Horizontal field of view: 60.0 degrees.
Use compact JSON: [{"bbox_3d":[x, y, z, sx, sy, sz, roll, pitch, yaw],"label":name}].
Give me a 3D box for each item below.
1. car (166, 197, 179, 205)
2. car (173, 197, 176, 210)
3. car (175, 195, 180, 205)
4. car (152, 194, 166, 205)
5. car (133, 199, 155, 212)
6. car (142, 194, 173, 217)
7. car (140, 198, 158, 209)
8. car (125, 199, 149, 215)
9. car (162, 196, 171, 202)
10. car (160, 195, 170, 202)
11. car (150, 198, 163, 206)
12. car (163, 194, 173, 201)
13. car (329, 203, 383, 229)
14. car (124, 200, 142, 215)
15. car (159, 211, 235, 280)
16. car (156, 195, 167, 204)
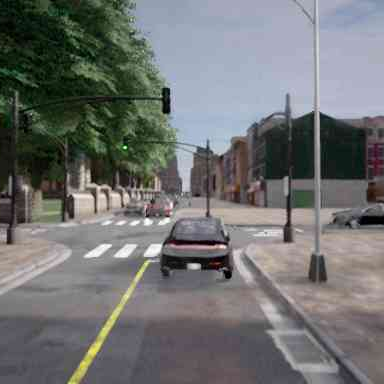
[{"bbox_3d":[-3.492,1.640,60.390,1.994,1.385,4.181,0,0,0],"label":"car"},{"bbox_3d":[-3.239,1.556,39.822,1.812,1.442,4.674,0,0,-1],"label":"car"},{"bbox_3d":[-3.389,1.541,50.353,2.128,1.511,4.902,0,0,-1],"label":"car"},{"bbox_3d":[-6.091,1.399,62.425,2.192,1.841,5.009,1,0,-1],"label":"car"},{"bbox_3d":[-5.786,1.583,40.625,2.008,1.369,4.403,1,0,-1],"label":"car"},{"bbox_3d":[-3.077,1.370,30.865,2.097,1.767,4.553,0,0,-2],"label":"car"},{"bbox_3d":[-5.864,1.607,46.075,1.947,1.339,4.313,1,0,-1],"label":"car"},{"bbox_3d":[-5.764,1.550,35.464,1.752,1.417,4.829,1,0,-1],"label":"car"},{"bbox_3d":[-6.403,1.702,84.053,1.752,1.417,4.829,1,0,-1],"label":"car"},{"bbox_3d":[-6.326,1.590,78.773,1.967,1.590,4.097,1,0,-1],"label":"car"},{"bbox_3d":[-6.019,1.649,56.974,1.802,1.307,4.206,1,0,-1],"label":"car"},{"bbox_3d":[-6.479,1.521,89.674,2.192,1.841,5.009,1,0,-1],"label":"car"},{"bbox_3d":[10.939,1.429,20.256,4.902,1.511,2.128,-1,-1,-1],"label":"car"},{"bbox_3d":[-5.712,1.573,33.490,2.008,1.369,4.403,1,0,-1],"label":"car"},{"bbox_3d":[0.255,1.492,10.035,2.128,1.511,4.902,0,0,5],"label":"car"},{"bbox_3d":[-6.171,1.544,67.874,1.967,1.590,4.097,1,0,-1],"label":"car"}]
